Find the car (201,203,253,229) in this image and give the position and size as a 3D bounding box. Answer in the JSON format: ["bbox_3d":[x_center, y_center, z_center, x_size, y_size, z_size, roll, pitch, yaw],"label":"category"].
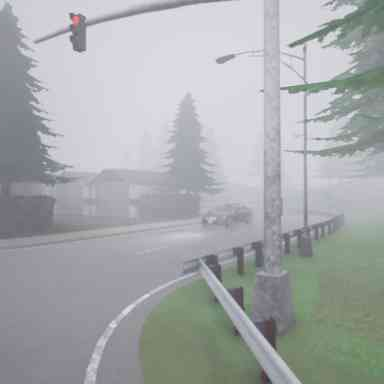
[{"bbox_3d":[2.418,1.518,21.883,2.128,1.511,4.902,0,0,33],"label":"car"}]
